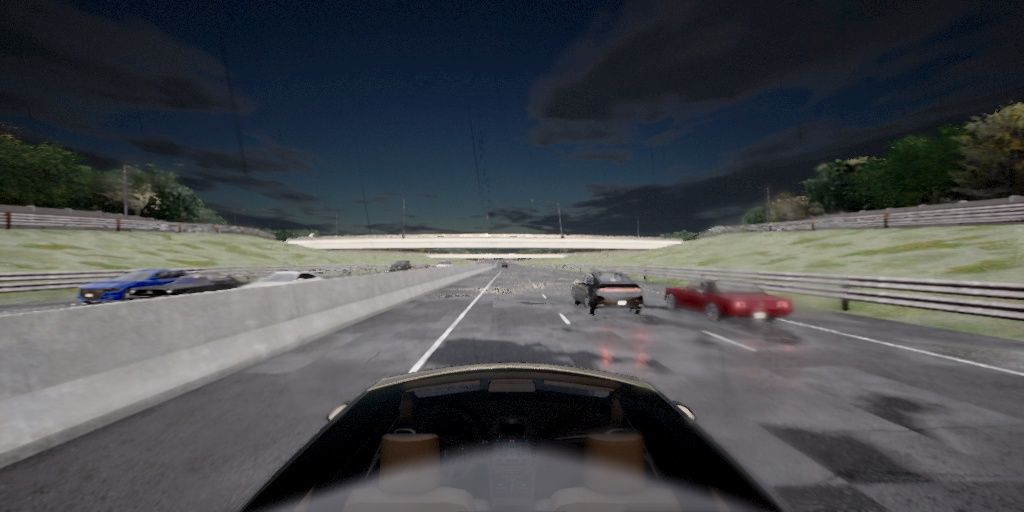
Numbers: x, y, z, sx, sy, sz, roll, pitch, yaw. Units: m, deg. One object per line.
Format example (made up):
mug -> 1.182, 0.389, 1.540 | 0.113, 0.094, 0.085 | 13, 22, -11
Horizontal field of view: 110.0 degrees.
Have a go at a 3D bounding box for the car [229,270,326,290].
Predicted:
car -> -10.612, 1.424, 17.073 | 1.812, 1.442, 4.674 | 0, -1, 0

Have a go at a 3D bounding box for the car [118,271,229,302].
car -> -14.111, 1.491, 16.153 | 1.895, 1.301, 4.718 | 0, -1, 0

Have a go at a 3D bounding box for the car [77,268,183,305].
car -> -17.613, 1.383, 17.423 | 1.882, 1.535, 5.008 | 0, -1, 0

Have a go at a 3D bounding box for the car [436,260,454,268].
car -> -10.812, 1.724, 58.041 | 2.150, 2.045, 5.566 | 0, -1, 0

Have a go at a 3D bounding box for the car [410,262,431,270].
car -> -14.309, 1.963, 57.201 | 1.882, 1.535, 5.008 | 0, -1, 0

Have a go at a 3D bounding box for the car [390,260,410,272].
car -> -17.808, 1.726, 57.946 | 2.150, 2.045, 5.566 | 0, -1, 0

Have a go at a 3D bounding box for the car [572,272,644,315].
car -> 3.590, 1.353, 14.138 | 2.128, 1.511, 4.902 | 0, -1, 0

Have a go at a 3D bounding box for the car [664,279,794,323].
car -> 7.094, 1.443, 12.481 | 1.895, 1.301, 4.718 | 0, -1, 0
